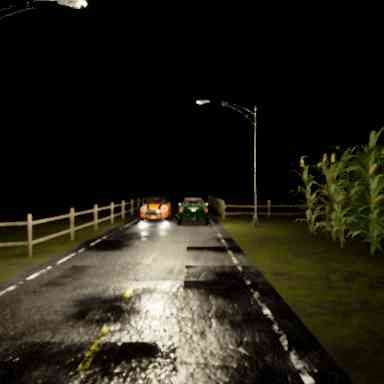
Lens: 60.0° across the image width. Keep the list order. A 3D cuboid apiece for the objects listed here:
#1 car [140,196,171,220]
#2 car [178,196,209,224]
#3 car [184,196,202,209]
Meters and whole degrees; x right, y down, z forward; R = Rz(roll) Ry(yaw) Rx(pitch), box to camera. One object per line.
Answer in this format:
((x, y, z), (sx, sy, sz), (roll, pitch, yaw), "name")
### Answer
((-2.751, 1.196, 25.941), (2.097, 1.767, 4.553), (0, 0, 0), "car")
((0.100, 1.210, 23.566), (2.097, 1.767, 4.553), (0, 0, 0), "car")
((0.102, 1.243, 41.836), (2.128, 1.511, 4.902), (0, 0, 0), "car")
